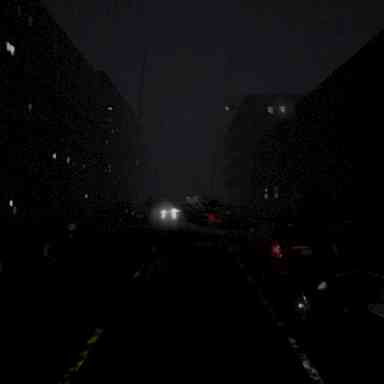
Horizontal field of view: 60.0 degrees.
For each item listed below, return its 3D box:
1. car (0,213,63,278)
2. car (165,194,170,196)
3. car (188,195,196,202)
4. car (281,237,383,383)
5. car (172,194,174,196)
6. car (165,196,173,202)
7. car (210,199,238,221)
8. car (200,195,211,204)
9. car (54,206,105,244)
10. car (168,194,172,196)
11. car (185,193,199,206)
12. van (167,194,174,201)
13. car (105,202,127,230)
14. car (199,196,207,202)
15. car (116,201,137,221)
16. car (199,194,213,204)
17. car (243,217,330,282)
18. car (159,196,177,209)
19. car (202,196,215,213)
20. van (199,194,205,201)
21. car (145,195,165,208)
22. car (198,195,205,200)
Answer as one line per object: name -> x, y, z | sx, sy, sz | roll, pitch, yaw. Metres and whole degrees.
car -> -5.684, 1.544, 9.761 | 1.887, 1.381, 4.507 | 0, 0, 0
car -> -5.687, 1.602, 60.970 | 2.008, 1.369, 4.403 | 0, 0, 0
car -> 0.000, 1.419, 71.215 | 1.837, 1.490, 4.892 | 0, 0, 0
car -> 2.697, 1.565, 4.066 | 1.947, 1.339, 4.313 | 0, 0, 0
car -> -5.686, 1.403, 78.040 | 2.192, 1.841, 5.009 | 0, 0, 0
car -> -5.688, 1.629, 83.561 | 1.752, 1.417, 4.829 | 0, 0, 0
car -> 2.696, 1.531, 26.996 | 1.752, 1.417, 4.829 | 0, 0, 0
car -> 2.694, 1.503, 66.658 | 1.967, 1.590, 4.097 | 0, 0, 0
car -> -5.683, 1.441, 15.451 | 1.967, 1.590, 4.097 | 0, 0, 0
car -> -5.686, 1.503, 66.661 | 1.967, 1.590, 4.097 | 0, 0, 0
car -> 0.002, 1.119, 56.021 | 2.150, 2.045, 5.566 | 0, 0, 0
van -> -5.686, 1.462, 89.418 | 1.690, 1.788, 3.998 | 0, 0, 0
car -> -5.685, 1.547, 21.140 | 1.887, 1.381, 4.507 | 0, 0, 0
car -> 2.692, 1.686, 83.728 | 1.802, 1.307, 4.206 | 0, 0, 0
car -> -5.684, 1.445, 26.829 | 1.967, 1.590, 4.097 | 0, 0, 0
car -> 2.695, 1.355, 55.278 | 2.192, 1.841, 5.009 | 0, 0, 0
car -> 2.697, 1.440, 9.757 | 1.967, 1.590, 4.097 | 0, 0, 0
car -> -3.088, 1.625, 46.118 | 1.895, 1.301, 4.718 | 0, 0, 0
car -> 2.354, 1.517, 37.228 | 1.837, 1.490, 4.892 | 0, 0, 0
van -> 2.693, 1.462, 89.417 | 1.690, 1.788, 3.998 | 0, 0, 0
car -> -5.685, 1.345, 49.589 | 2.192, 1.841, 5.009 | 0, 0, 0
car -> 2.691, 1.684, 95.108 | 1.887, 1.381, 4.507 | 0, 0, 0
